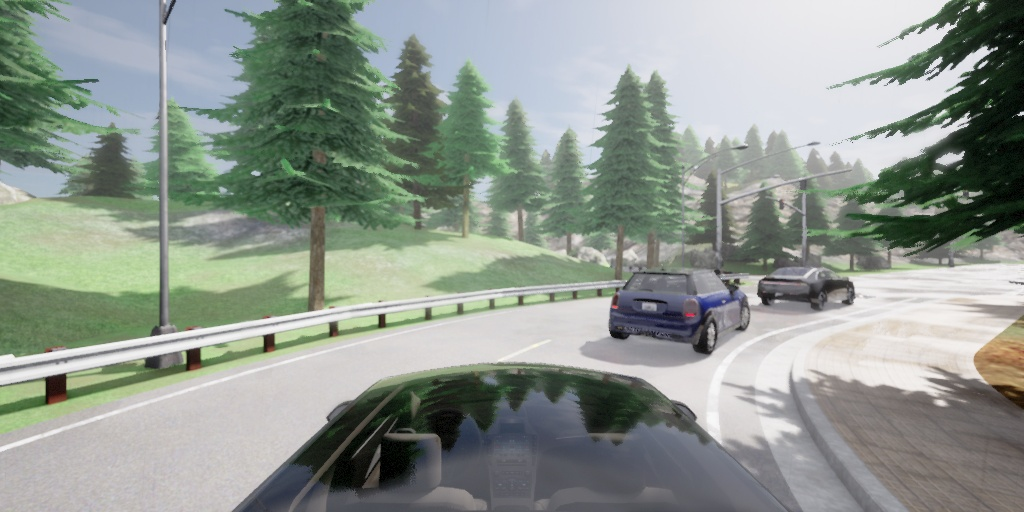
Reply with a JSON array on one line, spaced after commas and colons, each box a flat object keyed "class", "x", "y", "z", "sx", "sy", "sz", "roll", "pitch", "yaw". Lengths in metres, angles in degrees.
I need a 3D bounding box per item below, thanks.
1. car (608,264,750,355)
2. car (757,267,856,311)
[{"class": "car", "x": 4.317, "y": 1.065, "z": 8.969, "sx": 2.097, "sy": 1.767, "sz": 4.553, "roll": 0, "pitch": 0, "yaw": 44}, {"class": "car", "x": 11.586, "y": 1.175, "z": 14.057, "sx": 4.902, "sy": 1.511, "sz": 2.128, "roll": 0, "pitch": 0, "yaw": -31}]
